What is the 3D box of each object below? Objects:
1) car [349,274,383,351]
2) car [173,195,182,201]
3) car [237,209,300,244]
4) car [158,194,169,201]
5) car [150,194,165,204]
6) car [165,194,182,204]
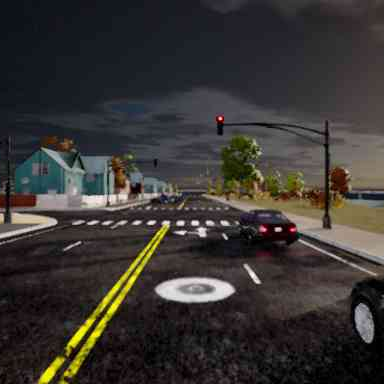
[{"bbox_3d":[3.349,1.492,3.249,1.837,1.490,4.892,0,0,0],"label":"car"},{"bbox_3d":[-3.262,1.388,76.589,1.895,1.301,4.718,0,0,0],"label":"car"},{"bbox_3d":[3.351,1.491,15.453,2.033,1.411,5.357,0,0,0],"label":"car"},{"bbox_3d":[-6.513,1.271,76.379,1.882,1.535,5.008,0,0,0],"label":"car"},{"bbox_3d":[-6.534,1.422,61.009,1.895,1.301,4.718,0,0,0],"label":"car"},{"bbox_3d":[-3.292,1.313,61.158,2.128,1.511,4.902,0,0,1],"label":"car"}]
